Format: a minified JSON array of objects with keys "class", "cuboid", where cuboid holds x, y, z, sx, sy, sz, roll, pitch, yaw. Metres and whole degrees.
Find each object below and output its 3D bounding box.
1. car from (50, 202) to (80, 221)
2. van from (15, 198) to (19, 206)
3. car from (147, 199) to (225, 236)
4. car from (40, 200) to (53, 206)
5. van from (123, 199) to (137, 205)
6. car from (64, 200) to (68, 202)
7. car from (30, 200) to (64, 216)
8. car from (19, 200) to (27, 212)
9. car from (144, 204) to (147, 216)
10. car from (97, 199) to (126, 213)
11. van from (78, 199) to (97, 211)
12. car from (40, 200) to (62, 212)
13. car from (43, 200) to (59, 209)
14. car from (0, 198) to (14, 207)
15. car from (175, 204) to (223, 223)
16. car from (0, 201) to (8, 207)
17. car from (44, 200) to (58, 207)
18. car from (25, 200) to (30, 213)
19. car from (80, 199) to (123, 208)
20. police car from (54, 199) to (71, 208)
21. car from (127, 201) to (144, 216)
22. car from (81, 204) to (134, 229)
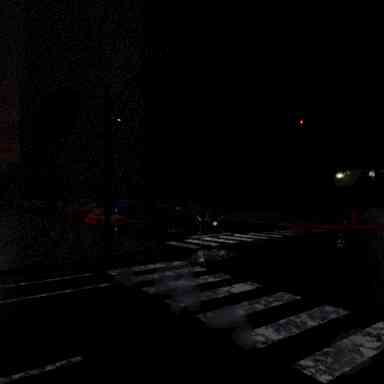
[{"class":"car","cuboid":[-12.055,2.005,32.467,2.008,1.369,4.403,-1,0,-35]},{"class":"van","cuboid":[-26.201,2.124,52.387,1.690,1.788,3.998,-1,0,-35]},{"class":"car","cuboid":[-0.353,1.441,20.693,2.150,2.045,5.566,0,-1,-36]},{"class":"car","cuboid":[-34.748,2.662,79.162,1.947,1.339,4.313,-1,0,-35]},{"class":"van","cuboid":[-8.264,1.834,41.882,1.690,1.788,3.998,-1,0,-35]},{"class":"car","cuboid":[-21.140,2.316,55.399,1.994,1.385,4.181,0,-1,-35]},{"class":"car","cuboid":[-17.717,1.901,40.436,2.192,1.841,5.009,-1,0,-35]},{"class":"car","cuboid":[-23.370,2.158,48.403,1.967,1.590,4.097,-1,0,-35]},{"class":"car","cuboid":[-2.384,1.669,33.579,2.192,1.841,5.009,-1,0,-35]},{"class":"car","cuboid":[-11.204,1.876,46.033,2.192,1.841,5.009,-1,0,-35]},{"class":"van","cuboid":[-17.084,2.039,54.336,1.690,1.788,3.998,-1,0,-35]},{"class":"car","cuboid":[-21.426,2.064,50.435,2.097,1.767,4.553,0,0,-35]},{"class":"car","cuboid":[-26.892,2.388,63.511,1.837,1.490,4.892,0,-1,-35]},{"class":"car","cuboid":[-41.295,2.668,73.656,1.887,1.381,4.507,-1,0,-35]},{"class":"car","cuboid":[0.561,1.830,29.427,1.887,1.381,4.507,-1,0,-35]},{"class":"car","cuboid":[-44.407,2.772,78.040,1.802,1.307,4.206,-1,0,-35]},{"class":"car","cuboid":[-31.736,2.596,74.919,1.947,1.339,4.313,-1,0,-35]},{"class":"car","cuboid":[-20.540,2.197,44.420,1.887,1.381,4.507,-1,0,-35]},{"class":"car","cuboid":[-9.001,1.777,32.776,2.097,1.767,4.553,0,-1,-37]},{"class":"police car","cuboid":[-25.465,2.308,65.416,1.930,1.638,5.238,0,-1,-35]},{"class":"car","cuboid":[-5.318,2.005,37.730,1.802,1.307,4.206,-1,0,-35]},{"class":"car","cuboid":[-6.301,1.844,24.361,1.752,1.417,4.829,-1,0,-35]}]
